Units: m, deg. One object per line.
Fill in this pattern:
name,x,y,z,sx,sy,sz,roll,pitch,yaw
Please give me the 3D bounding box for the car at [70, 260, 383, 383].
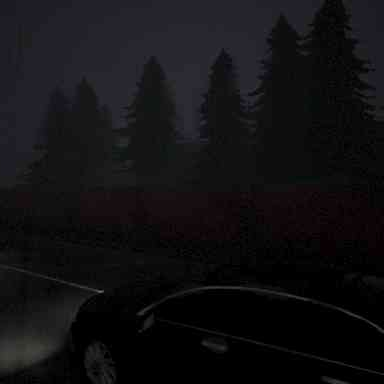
car,0.720,1.506,3.477,4.892,1.490,1.837,0,0,35
